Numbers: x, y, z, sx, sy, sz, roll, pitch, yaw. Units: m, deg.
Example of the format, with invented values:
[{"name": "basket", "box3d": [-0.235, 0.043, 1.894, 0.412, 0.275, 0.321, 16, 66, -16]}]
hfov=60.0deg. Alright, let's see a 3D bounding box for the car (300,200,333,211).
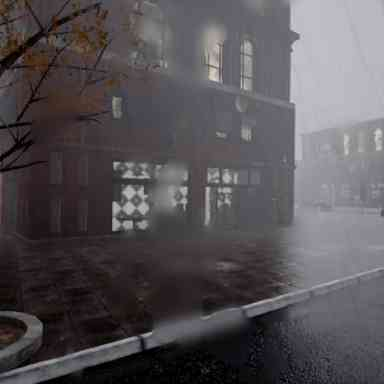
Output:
[{"name": "car", "box3d": [15.534, 1.663, 41.683, 2.008, 1.369, 4.403, 1, -1, -28]}]
